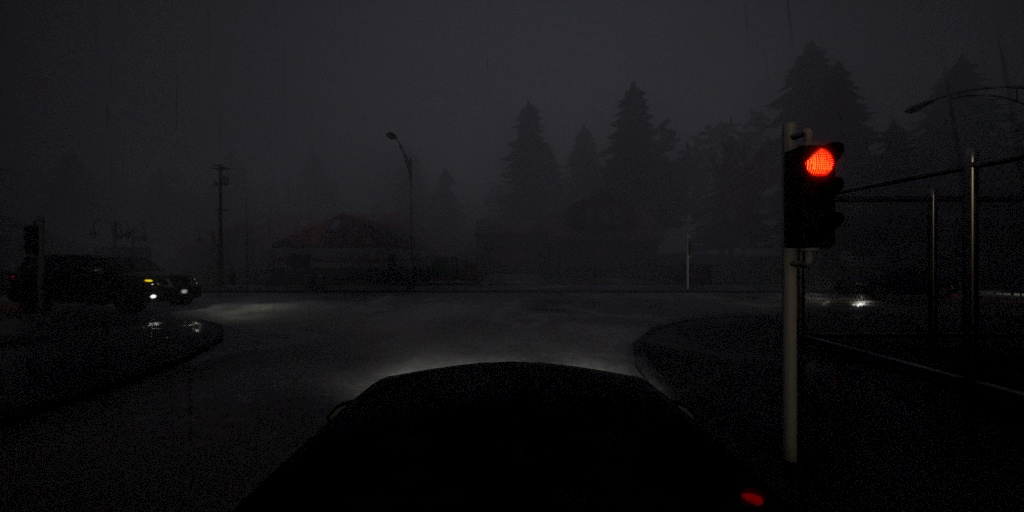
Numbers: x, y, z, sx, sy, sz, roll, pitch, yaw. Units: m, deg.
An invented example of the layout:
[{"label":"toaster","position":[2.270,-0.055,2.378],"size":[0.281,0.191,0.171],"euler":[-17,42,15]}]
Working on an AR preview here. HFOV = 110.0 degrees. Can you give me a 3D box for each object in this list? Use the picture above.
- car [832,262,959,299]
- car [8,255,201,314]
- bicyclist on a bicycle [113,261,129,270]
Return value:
[{"label":"car","position":[18.727,1.228,17.646],"size":[5.008,1.535,1.882],"euler":[0,0,0]},{"label":"car","position":[-15.041,0.971,13.432],"size":[5.566,2.045,2.150],"euler":[0,0,0]},{"label":"bicyclist on a bicycle","position":[-23.979,1.098,21.830],"size":[0.582,1.620,1.656],"euler":[0,0,0]}]
